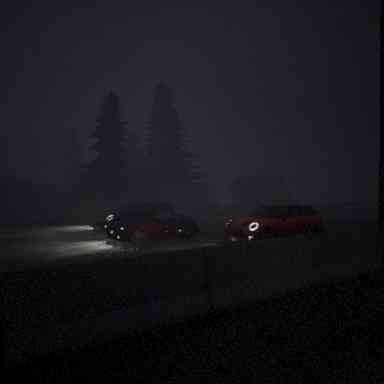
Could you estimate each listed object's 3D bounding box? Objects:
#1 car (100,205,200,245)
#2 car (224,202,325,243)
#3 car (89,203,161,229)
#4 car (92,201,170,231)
[{"bbox_3d":[-1.714,1.524,15.251,4.181,1.385,1.994,0,0,-32],"label":"car"},{"bbox_3d":[3.577,1.307,14.385,4.553,1.767,2.097,0,0,-31],"label":"car"},{"bbox_3d":[-4.362,1.509,21.832,4.181,1.385,1.994,0,0,-31],"label":"car"},{"bbox_3d":[-2.992,1.304,18.567,4.553,1.767,2.097,0,0,-31],"label":"car"}]
